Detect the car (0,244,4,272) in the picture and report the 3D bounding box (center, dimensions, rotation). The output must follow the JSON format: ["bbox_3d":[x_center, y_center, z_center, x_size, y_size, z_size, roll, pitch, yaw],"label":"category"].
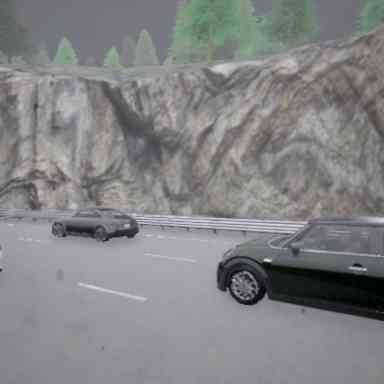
[{"bbox_3d":[-6.660,1.480,8.434,4.674,1.442,1.812,0,1,32],"label":"car"}]

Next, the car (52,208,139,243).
[{"bbox_3d":[-4.470,1.415,15.245,4.181,1.385,1.994,0,1,32],"label":"car"}]

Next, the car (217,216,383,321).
[{"bbox_3d":[2.712,1.243,6.311,4.553,1.767,2.097,0,1,35],"label":"car"}]
